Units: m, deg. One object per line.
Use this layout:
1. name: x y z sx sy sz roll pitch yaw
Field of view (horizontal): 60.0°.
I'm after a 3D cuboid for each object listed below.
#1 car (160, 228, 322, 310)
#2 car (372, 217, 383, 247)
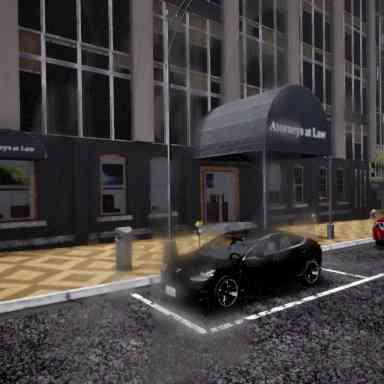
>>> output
1. car: 1.325 1.564 7.805 4.313 1.339 1.947 0 -1 -37
2. car: 9.604 1.310 14.003 5.009 1.841 2.192 0 -1 -37
